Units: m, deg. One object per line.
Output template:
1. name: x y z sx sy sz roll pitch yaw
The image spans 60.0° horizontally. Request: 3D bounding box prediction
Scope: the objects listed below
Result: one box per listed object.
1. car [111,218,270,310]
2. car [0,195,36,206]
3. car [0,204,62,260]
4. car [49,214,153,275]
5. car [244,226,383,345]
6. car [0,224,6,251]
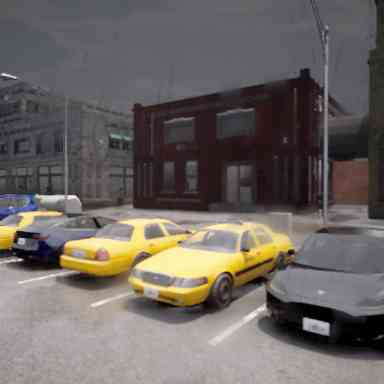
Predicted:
1. car: 0.817 1.461 8.144 1.946 1.575 5.366 0 0 36
2. car: -10.330 1.175 16.262 2.435 2.045 5.566 0 0 35
3. car: -5.713 1.434 13.244 1.946 1.575 5.366 0 0 35
4. car: -1.217 1.450 10.050 1.946 1.575 5.366 0 0 35
5. car: 3.153 1.504 6.670 2.163 1.488 4.792 0 0 36
6. car: -7.151 1.509 8.468 5.357 1.411 2.033 0 0 35
